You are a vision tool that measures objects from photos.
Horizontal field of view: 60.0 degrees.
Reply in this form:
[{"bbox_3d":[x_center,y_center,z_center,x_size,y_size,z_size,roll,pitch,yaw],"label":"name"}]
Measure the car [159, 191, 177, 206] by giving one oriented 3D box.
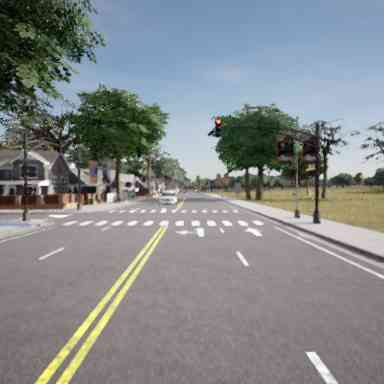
[{"bbox_3d":[-3.249,0.902,46.368,2.150,2.045,5.566,0,2,0],"label":"car"}]
